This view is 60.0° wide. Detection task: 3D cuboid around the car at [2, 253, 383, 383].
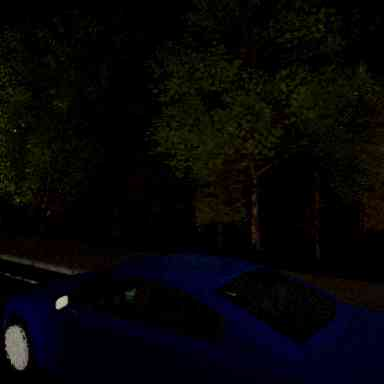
[{"bbox_3d":[-0.302,1.488,3.902,5.008,1.535,1.882,0,0,36],"label":"car"}]
